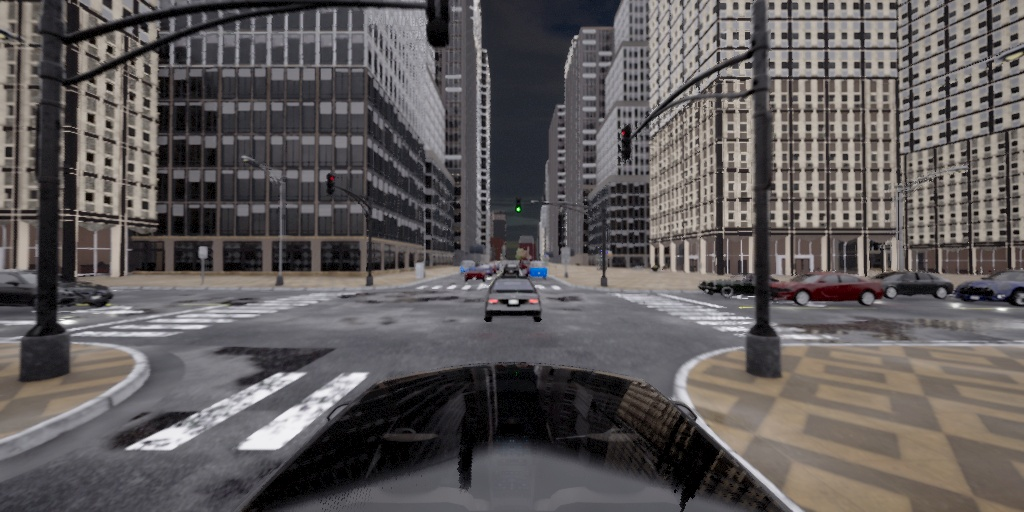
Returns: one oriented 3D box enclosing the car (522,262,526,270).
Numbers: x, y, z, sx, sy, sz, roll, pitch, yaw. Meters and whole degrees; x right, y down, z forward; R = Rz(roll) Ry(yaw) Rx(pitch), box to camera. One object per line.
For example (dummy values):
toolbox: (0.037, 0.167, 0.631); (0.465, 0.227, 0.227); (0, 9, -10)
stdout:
car: (2.527, 1.695, 41.883); (1.888, 1.381, 4.507); (0, 0, 0)

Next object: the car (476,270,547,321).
car: (0.003, 1.410, 12.968); (2.033, 1.411, 5.357); (0, -1, -1)

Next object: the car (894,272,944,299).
car: (22.415, 1.653, 20.750); (4.892, 1.490, 1.837); (0, -1, -1)

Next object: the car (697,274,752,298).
car: (13.328, 1.680, 20.553); (4.718, 1.301, 1.895); (0, -1, -1)

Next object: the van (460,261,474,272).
van: (-5.866, 1.539, 47.434); (1.690, 1.789, 3.998); (0, 0, 0)

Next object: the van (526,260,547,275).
van: (2.608, 1.436, 36.345); (1.690, 1.789, 3.998); (0, 0, 0)

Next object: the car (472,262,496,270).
car: (-3.238, 1.671, 41.842); (1.812, 1.442, 4.674); (0, -1, 0)

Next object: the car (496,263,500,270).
car: (-3.199, 1.719, 51.642); (1.882, 1.535, 5.008); (0, -1, 1)

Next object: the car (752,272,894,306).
car: (14.860, 1.522, 17.324); (5.008, 1.535, 1.882); (0, -1, -1)

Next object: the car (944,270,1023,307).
car: (24.811, 1.471, 17.559); (4.553, 1.767, 2.097); (0, -1, -1)

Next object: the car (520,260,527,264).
car: (2.544, 1.683, 64.036); (2.192, 1.841, 5.009); (0, 0, 0)

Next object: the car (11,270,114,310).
car: (-17.630, 1.243, 13.133); (4.674, 1.442, 1.812); (1, -1, -1)

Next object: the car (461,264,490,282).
car: (-3.291, 1.657, 32.922); (1.895, 1.301, 4.718); (0, -1, -2)

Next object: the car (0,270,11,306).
car: (-17.768, 1.146, 9.879); (5.008, 1.535, 1.882); (1, -1, -1)

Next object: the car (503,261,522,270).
car: (-0.084, 1.642, 43.551); (1.882, 1.535, 5.008); (0, -1, 0)
